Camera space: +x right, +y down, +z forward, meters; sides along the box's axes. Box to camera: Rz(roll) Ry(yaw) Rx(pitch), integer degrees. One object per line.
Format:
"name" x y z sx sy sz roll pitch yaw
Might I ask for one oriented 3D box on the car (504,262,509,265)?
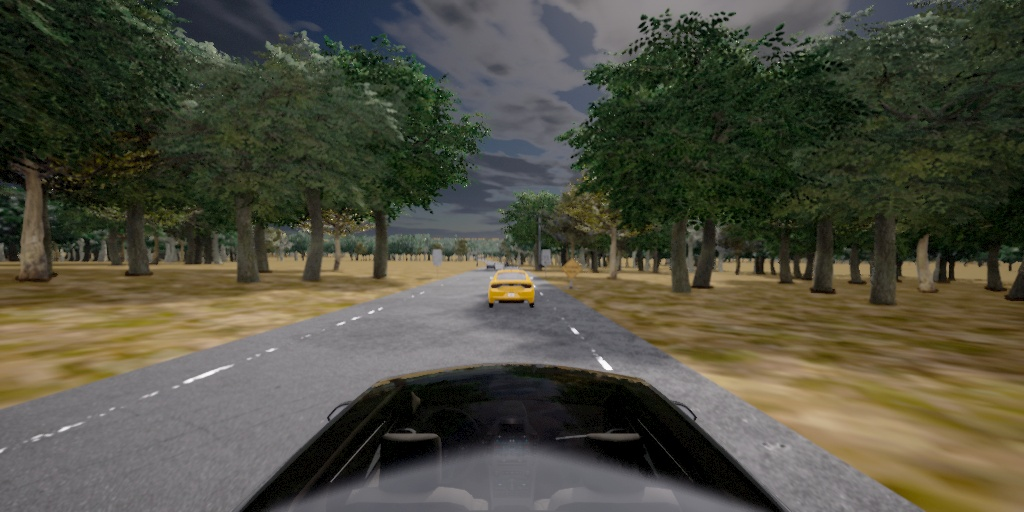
"car" -0.133 1.544 31.187 1.837 1.490 4.892 0 0 0

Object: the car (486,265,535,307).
"car" -0.025 1.366 16.352 1.882 1.535 5.008 0 0 0

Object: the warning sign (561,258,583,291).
"warning sign" 3.491 1.051 21.314 1.300 1.860 1.060 0 0 0
